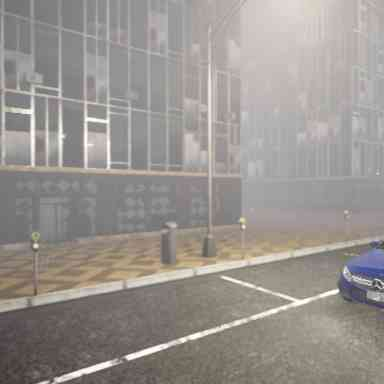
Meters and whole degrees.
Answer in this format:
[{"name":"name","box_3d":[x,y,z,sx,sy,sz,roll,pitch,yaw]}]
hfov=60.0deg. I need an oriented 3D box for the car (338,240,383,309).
[{"name":"car","box_3d":[4.979,1.473,6.928,4.674,1.442,1.812,0,0,-35]}]
